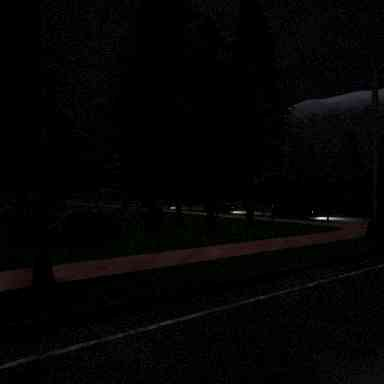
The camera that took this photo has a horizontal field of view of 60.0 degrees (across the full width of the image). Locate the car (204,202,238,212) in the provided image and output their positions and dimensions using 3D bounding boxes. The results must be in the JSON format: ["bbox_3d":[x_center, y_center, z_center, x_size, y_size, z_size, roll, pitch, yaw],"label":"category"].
[{"bbox_3d":[3.330,1.547,38.549,1.994,1.385,4.181,0,0,-37],"label":"car"}]

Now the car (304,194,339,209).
[{"bbox_3d":[16.743,1.155,42.216,4.605,1.855,1.932,0,0,-37],"label":"car"}]

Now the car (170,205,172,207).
[{"bbox_3d":[-4.725,1.546,49.245,1.994,1.385,4.181,0,0,-38],"label":"car"}]

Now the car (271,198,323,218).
[{"bbox_3d":[9.304,1.547,30.538,1.994,1.385,4.181,0,0,-37],"label":"car"}]

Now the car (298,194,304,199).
[{"bbox_3d":[14.926,1.157,43.997,3.866,1.878,1.905,0,0,-37],"label":"car"}]
